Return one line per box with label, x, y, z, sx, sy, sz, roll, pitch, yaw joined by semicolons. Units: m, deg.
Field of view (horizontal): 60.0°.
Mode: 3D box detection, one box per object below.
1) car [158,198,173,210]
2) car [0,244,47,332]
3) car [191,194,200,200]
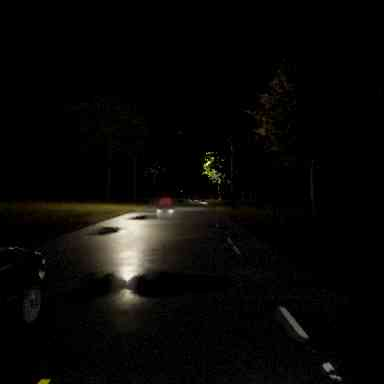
car;-3.591;1.552;45.493;1.882;1.535;5.008;0;0;0
car;-3.604;1.495;4.266;2.128;1.511;4.902;0;0;0
car;1.220;1.542;92.610;1.812;1.442;4.674;0;0;0
